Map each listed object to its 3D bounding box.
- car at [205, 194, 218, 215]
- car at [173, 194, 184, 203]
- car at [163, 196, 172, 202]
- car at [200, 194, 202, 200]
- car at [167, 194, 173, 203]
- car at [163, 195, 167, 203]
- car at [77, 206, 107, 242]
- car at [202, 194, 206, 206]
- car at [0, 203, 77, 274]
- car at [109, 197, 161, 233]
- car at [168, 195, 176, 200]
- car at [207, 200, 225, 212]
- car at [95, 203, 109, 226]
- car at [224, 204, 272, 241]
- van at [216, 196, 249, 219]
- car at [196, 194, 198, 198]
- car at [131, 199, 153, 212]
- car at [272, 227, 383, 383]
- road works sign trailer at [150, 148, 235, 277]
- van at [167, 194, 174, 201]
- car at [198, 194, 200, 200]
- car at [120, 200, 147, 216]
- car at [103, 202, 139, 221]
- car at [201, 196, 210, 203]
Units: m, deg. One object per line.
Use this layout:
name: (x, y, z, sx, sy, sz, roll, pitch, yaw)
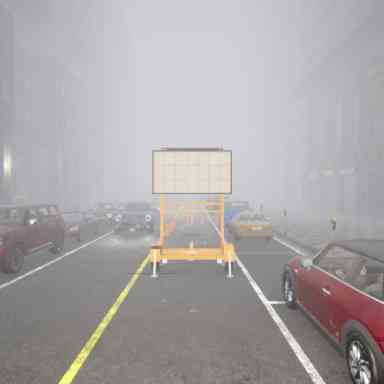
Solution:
car: (2.782, 1.319, 33.144, 2.192, 1.841, 5.009, 0, 0, 0)
car: (-2.949, 1.505, 72.662, 1.882, 1.535, 5.008, 0, 0, 0)
car: (-5.711, 1.576, 77.954, 1.887, 1.381, 4.507, 0, 0, 0)
car: (2.798, 1.456, 55.551, 1.967, 1.590, 4.097, 0, 0, 0)
car: (-5.715, 1.467, 72.352, 1.967, 1.590, 4.097, 0, 0, 0)
car: (-5.727, 1.561, 55.546, 1.887, 1.381, 4.507, 0, 0, 0)
car: (-5.754, 1.582, 16.331, 1.802, 1.307, 4.206, 0, 0, 0)
car: (2.790, 1.324, 44.348, 2.192, 1.841, 5.009, 0, 0, 0)
car: (-5.758, 1.314, 10.729, 2.192, 1.841, 5.009, 0, 0, 0)
car: (-3.087, 1.352, 19.375, 2.097, 1.767, 4.553, 0, 0, 0)
car: (-5.699, 1.588, 94.761, 1.887, 1.381, 4.507, 0, 0, 0)
car: (2.787, 1.588, 38.746, 1.802, 1.307, 4.206, 0, 0, 0)
car: (-5.750, 1.440, 21.933, 1.967, 1.590, 4.097, 0, 0, 0)
car: (2.771, 1.525, 16.510, 1.752, 1.417, 4.829, 0, 0, 0)
van: (2.775, 1.342, 21.941, 1.690, 1.788, 3.998, 0, 0, 0)
car: (2.822, 1.584, 89.161, 1.887, 1.381, 4.507, 0, 0, 0)
car: (-5.738, 1.572, 38.739, 1.947, 1.339, 4.313, 0, 0, 0)
car: (2.763, 1.440, 5.135, 1.967, 1.590, 4.097, 0, 0, 0)
road works sign trailer: (0.007, 0.464, 10.181, 2.380, 3.560, 2.880, 0, 0, 0)
van: (-5.703, 1.380, 89.159, 1.690, 1.788, 3.998, 0, 0, 0)
car: (2.806, 1.464, 66.754, 1.967, 1.590, 4.097, 0, 0, 0)
car: (-5.742, 1.569, 33.137, 1.947, 1.339, 4.313, 0, 0, 0)
car: (-5.746, 1.552, 27.536, 2.008, 1.369, 4.403, 0, 0, 0)
car: (2.811, 1.610, 72.356, 1.802, 1.307, 4.206, 0, 0, 0)
